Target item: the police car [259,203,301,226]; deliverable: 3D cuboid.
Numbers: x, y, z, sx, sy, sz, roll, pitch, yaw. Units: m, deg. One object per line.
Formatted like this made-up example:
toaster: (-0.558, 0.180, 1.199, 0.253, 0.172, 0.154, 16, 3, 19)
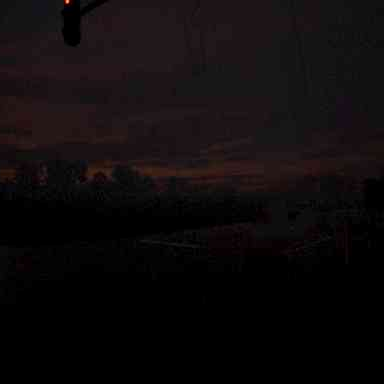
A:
police car: (6.922, 1.695, 25.950, 1.930, 1.638, 5.238, 0, -1, 36)
